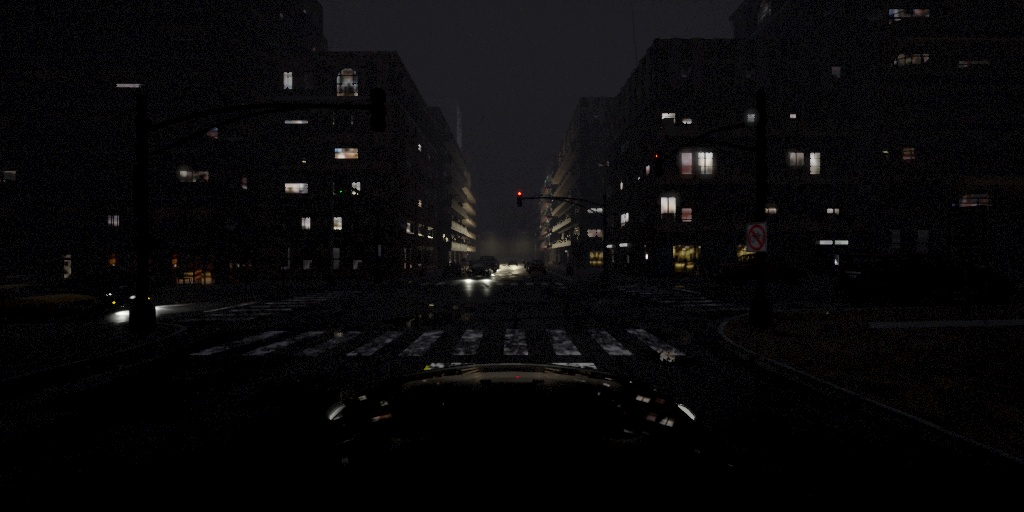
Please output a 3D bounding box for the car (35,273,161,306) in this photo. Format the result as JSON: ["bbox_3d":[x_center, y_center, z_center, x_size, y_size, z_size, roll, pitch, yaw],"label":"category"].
[{"bbox_3d":[-18.288,1.627,15.388,4.181,1.385,1.994,-1,0,0],"label":"car"}]

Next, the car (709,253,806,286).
[{"bbox_3d":[14.624,0.759,21.385,5.009,1.841,2.192,0,0,0],"label":"car"}]

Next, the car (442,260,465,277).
[{"bbox_3d":[-5.608,1.322,35.099,1.948,1.339,4.313,0,0,0],"label":"car"}]

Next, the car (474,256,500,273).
[{"bbox_3d":[-2.995,0.981,44.065,2.150,2.045,5.566,0,0,0],"label":"car"}]

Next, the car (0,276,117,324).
[{"bbox_3d":[-17.603,1.585,12.803,4.829,1.417,1.751,0,0,0],"label":"car"}]

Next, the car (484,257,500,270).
[{"bbox_3d":[-2.955,1.116,54.397,2.097,1.767,4.553,0,0,0],"label":"car"}]

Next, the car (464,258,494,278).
[{"bbox_3d":[-3.022,1.233,34.083,1.882,1.535,5.008,0,0,0],"label":"car"}]

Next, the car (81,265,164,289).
[{"bbox_3d":[-23.551,1.462,21.114,5.009,1.841,2.192,0,0,0],"label":"car"}]

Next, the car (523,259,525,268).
[{"bbox_3d":[2.801,1.200,46.446,1.967,1.591,4.097,0,0,0],"label":"car"}]

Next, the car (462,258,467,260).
[{"bbox_3d":[-5.594,1.283,40.612,1.751,1.417,4.829,0,0,0],"label":"car"}]

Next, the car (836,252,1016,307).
[{"bbox_3d":[14.738,0.775,13.006,5.009,1.841,2.192,0,0,0],"label":"car"}]

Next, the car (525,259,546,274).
[{"bbox_3d":[2.786,1.198,40.763,1.967,1.591,4.097,0,0,0],"label":"car"}]

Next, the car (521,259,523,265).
[{"bbox_3d":[2.829,1.348,57.811,1.802,1.307,4.207,0,0,0],"label":"car"}]
